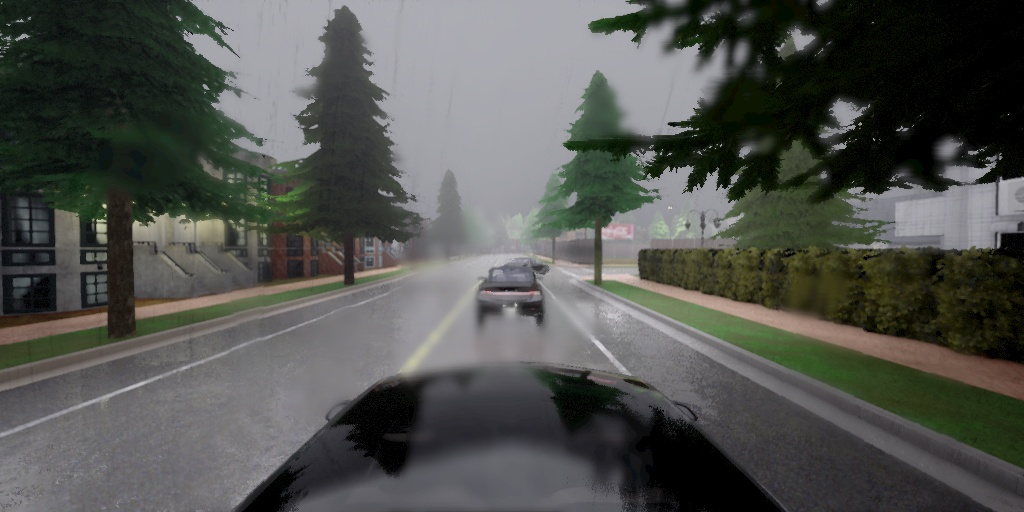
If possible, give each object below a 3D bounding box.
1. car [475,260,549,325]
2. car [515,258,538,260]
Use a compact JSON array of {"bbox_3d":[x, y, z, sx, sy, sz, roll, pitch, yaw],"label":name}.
[{"bbox_3d":[-0.023,1.063,10.928,2.128,1.511,4.902,0,1,0],"label":"car"},{"bbox_3d":[1.154,0.819,26.716,2.033,1.411,5.357,0,1,24],"label":"car"}]
